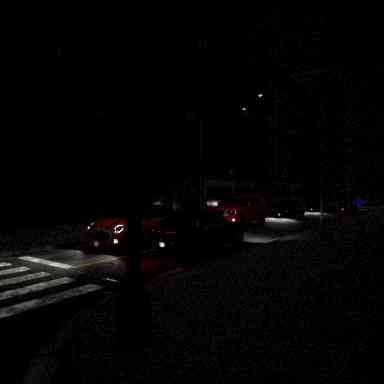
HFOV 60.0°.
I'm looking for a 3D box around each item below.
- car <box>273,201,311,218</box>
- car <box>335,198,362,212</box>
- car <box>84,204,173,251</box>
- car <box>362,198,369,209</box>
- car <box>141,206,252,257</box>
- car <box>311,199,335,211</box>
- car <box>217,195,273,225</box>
[{"bbox_3d":[8.964,1.538,30.591,2.033,1.411,5.357,0,0,35],"label":"car"},{"bbox_3d":[17.831,1.605,38.348,1.895,1.301,4.718,0,0,35],"label":"car"},{"bbox_3d":[-2.306,1.345,14.213,2.097,1.767,4.553,0,0,34],"label":"car"},{"bbox_3d":[23.574,1.536,46.750,1.812,1.442,4.674,0,0,35],"label":"car"},{"bbox_3d":[0.373,1.510,13.129,1.837,1.490,4.892,0,0,35],"label":"car"},{"bbox_3d":[14.733,1.538,38.882,2.033,1.411,5.357,0,0,35],"label":"car"},{"bbox_3d":[3.139,1.213,22.156,2.150,2.045,5.566,0,0,35],"label":"car"}]
